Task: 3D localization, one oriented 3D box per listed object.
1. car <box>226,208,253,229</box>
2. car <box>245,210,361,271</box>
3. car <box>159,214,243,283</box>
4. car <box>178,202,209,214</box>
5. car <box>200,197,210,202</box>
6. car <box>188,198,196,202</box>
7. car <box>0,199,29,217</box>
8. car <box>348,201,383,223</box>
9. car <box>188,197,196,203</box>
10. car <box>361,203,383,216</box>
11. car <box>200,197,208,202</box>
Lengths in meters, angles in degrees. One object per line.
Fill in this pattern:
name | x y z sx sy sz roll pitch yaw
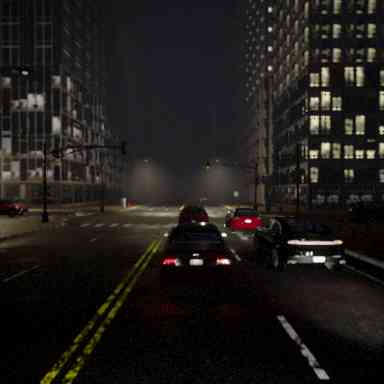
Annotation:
car | 3.341 1.731 21.872 1.994 1.385 4.181 0 0 0
car | 3.346 1.577 11.178 2.128 1.511 4.902 0 0 0
car | 0.098 1.624 9.907 2.033 1.411 5.357 0 0 0
car | 0.097 1.664 22.631 1.882 1.535 5.008 0 -1 0
car | 3.205 2.164 80.103 1.895 1.301 4.718 0 0 0
car | -0.046 2.181 81.450 1.895 1.301 4.718 0 0 0
car | -18.226 1.467 32.007 4.553 1.767 2.097 1 0 1
car | 16.185 1.755 28.877 5.009 1.841 2.192 0 0 1
car | -0.052 2.203 91.540 1.994 1.385 4.181 0 0 0
car | 21.789 1.945 37.165 4.829 1.417 1.752 0 0 1
car | 3.199 1.998 90.076 1.812 1.442 4.674 0 0 0
